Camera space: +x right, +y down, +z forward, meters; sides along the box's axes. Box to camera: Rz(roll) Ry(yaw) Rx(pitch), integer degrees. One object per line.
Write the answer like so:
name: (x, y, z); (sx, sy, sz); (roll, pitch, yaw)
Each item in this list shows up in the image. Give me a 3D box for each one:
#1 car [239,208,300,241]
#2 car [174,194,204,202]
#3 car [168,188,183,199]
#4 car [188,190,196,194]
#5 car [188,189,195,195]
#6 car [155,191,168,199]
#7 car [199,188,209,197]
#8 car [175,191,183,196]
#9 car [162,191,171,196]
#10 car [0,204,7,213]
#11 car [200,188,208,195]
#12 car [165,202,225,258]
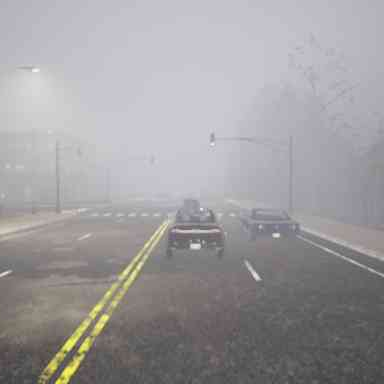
car: (3.350, 1.392, 15.374); (1.895, 1.301, 4.718); (0, 1, 0)
car: (-0.208, 1.172, 26.198); (1.812, 1.442, 4.674); (0, 1, -5)
car: (-3.259, 0.285, 69.237); (2.150, 2.045, 5.566); (0, 1, 0)
car: (-0.013, 0.354, 82.030); (1.882, 1.535, 5.008); (0, 1, 0)
car: (-0.014, 0.051, 92.445); (1.882, 1.535, 5.008); (0, 1, 0)
car: (-6.509, 0.655, 69.242); (1.895, 1.301, 4.718); (0, 1, 0)
car: (3.237, 0.416, 82.032); (2.033, 1.411, 5.357); (0, 1, 0)
car: (-3.261, 0.431, 84.839); (1.895, 1.301, 4.718); (0, 1, 0)
car: (-6.511, 0.388, 84.868); (1.994, 1.385, 4.181); (0, 1, 0)
car: (-19.958, 1.391, 31.602); (4.313, 1.339, 1.947); (-1, 2, 0)
car: (3.236, -0.202, 92.473); (2.150, 2.045, 5.566); (0, 1, 0)
car: (0.100, 1.326, 11.957); (2.128, 1.511, 4.902); (0, 0, 0)
